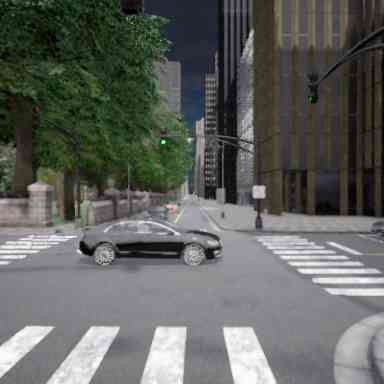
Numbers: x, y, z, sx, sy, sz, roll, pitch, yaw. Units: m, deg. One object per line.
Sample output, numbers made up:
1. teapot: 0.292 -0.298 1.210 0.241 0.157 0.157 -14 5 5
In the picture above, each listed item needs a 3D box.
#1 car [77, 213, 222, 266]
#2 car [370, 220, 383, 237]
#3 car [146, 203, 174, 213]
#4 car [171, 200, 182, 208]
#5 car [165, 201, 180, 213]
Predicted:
1. car: -1.421 1.653 11.565 4.902 1.511 2.128 0 -1 0
2. car: 11.638 1.723 17.242 4.403 1.369 2.008 0 0 0
3. car: -3.095 1.988 30.821 2.033 1.411 5.357 0 -1 0
4. car: -2.999 2.274 63.787 1.895 1.301 4.718 0 -1 0
5. car: -3.076 2.051 47.504 2.097 1.767 4.553 0 -1 0
